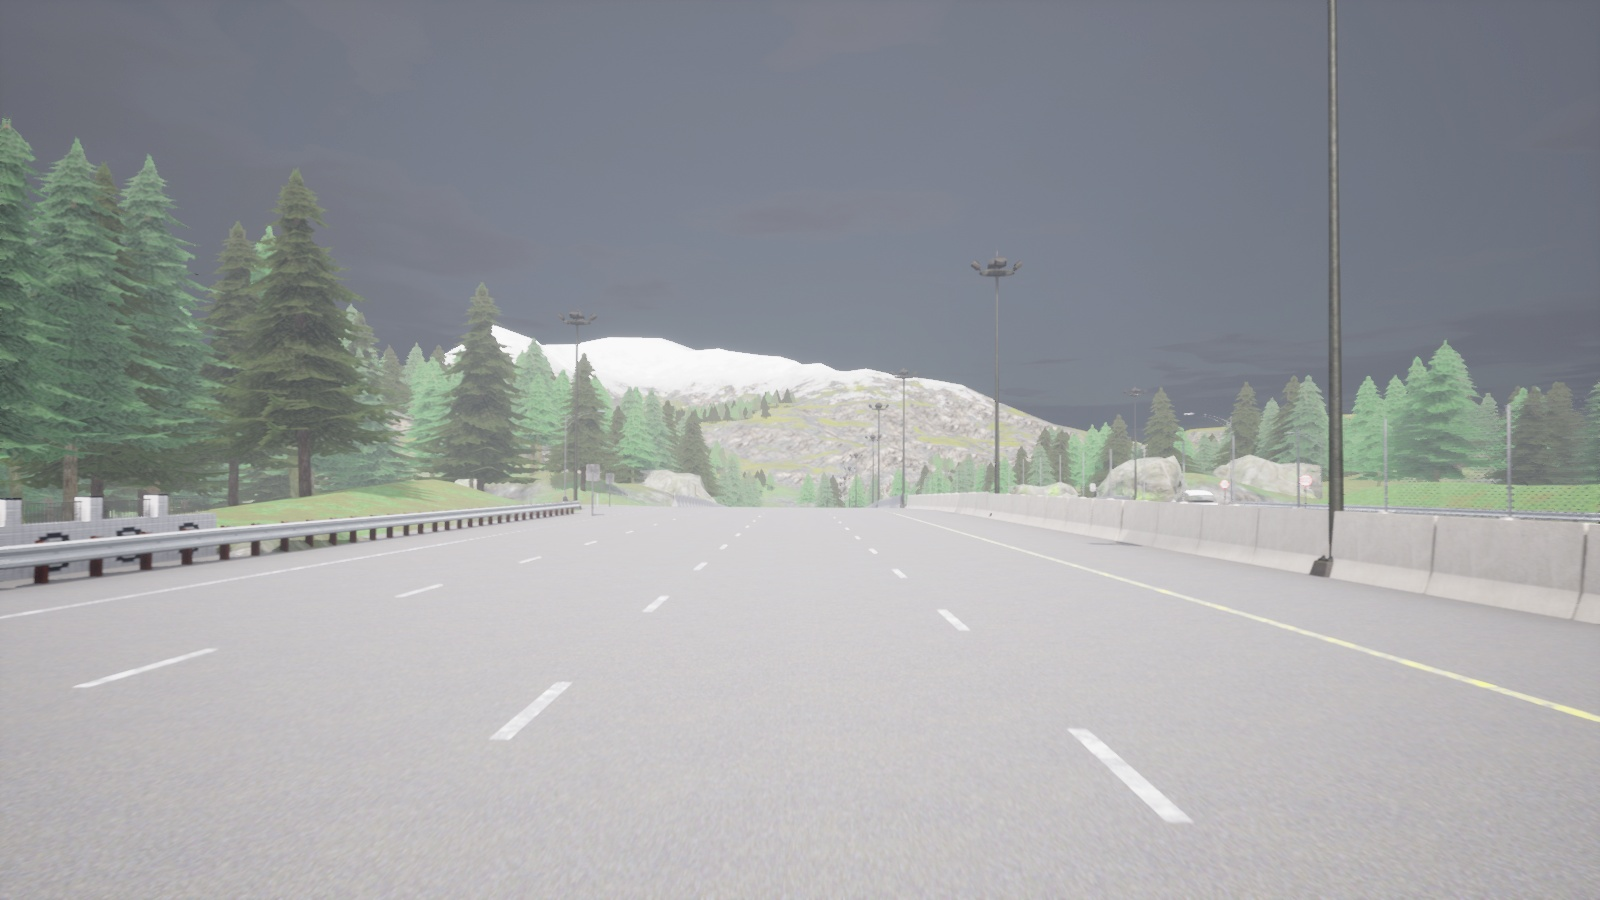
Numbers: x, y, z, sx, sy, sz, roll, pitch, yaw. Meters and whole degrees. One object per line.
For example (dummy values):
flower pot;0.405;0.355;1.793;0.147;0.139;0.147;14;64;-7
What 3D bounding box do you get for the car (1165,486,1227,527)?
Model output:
car;13.895;1.980;44.142;1.481;1.376;2.207;0;-1;0
